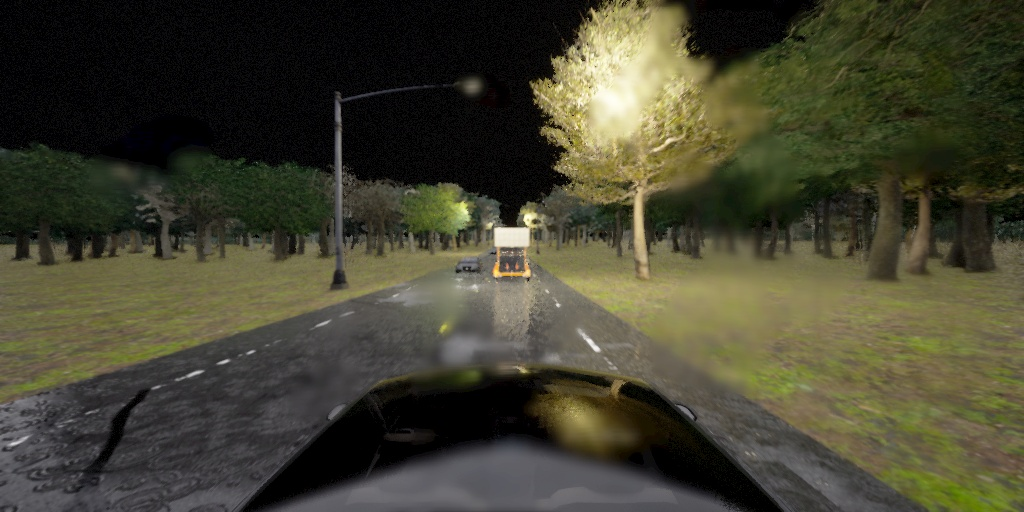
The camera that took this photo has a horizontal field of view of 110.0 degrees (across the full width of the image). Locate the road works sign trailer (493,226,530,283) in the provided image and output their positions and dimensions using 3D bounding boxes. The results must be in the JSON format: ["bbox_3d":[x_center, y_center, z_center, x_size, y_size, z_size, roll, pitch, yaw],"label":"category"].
[{"bbox_3d":[0.001,-0.156,23.676,2.380,3.560,2.880,0,0,0],"label":"road works sign trailer"}]

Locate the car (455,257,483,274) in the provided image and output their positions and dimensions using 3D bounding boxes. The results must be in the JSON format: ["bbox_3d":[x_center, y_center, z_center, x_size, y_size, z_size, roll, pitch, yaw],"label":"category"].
[{"bbox_3d":[-3.575,0.776,30.447,1.994,1.385,4.181,0,1,0],"label":"car"}]
